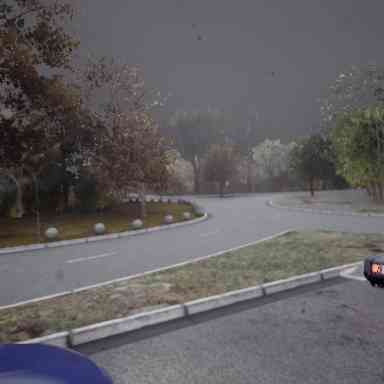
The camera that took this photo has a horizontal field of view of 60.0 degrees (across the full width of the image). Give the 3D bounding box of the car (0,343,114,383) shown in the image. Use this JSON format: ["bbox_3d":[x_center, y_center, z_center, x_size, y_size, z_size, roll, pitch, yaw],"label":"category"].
[{"bbox_3d":[-2.594,1.529,1.445,4.674,1.442,1.812,0,0,-36],"label":"car"}]

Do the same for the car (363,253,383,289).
[{"bbox_3d":[5.871,1.488,7.174,4.718,1.301,1.895,-2,1,-32],"label":"car"}]
